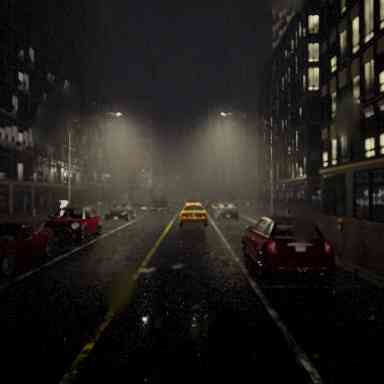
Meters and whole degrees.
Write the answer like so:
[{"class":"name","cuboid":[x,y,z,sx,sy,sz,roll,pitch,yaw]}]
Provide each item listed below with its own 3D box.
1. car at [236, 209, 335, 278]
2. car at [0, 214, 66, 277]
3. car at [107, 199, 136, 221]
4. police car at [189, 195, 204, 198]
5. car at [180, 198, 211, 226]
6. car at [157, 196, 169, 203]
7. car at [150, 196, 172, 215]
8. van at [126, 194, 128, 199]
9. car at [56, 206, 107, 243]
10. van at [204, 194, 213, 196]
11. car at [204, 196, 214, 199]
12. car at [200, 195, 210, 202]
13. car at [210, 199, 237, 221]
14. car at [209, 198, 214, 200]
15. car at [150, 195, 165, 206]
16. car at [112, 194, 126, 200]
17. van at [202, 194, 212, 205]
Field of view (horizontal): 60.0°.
[{"class":"car","cuboid":[2.703,1.438,10.213,1.967,1.590,4.097,1,0,0]},{"class":"car","cuboid":[-5.679,1.580,10.246,1.802,1.307,4.206,1,0,0]},{"class":"car","cuboid":[-5.675,1.553,26.968,1.947,1.339,4.313,1,0,0]},{"class":"police car","cuboid":[0.110,1.479,41.533,2.038,1.542,4.974,0,0,0]},{"class":"car","cuboid":[0.104,1.445,23.107,1.801,1.575,5.366,0,0,0]},{"class":"car","cuboid":[-5.666,1.505,65.990,1.947,1.339,4.313,1,0,0]},{"class":"car","cuboid":[-3.087,1.485,33.969,1.837,1.490,4.892,0,0,0]},{"class":"van","cuboid":[-19.716,1.417,92.878,3.998,1.788,1.690,0,0,1]},{"class":"car","cuboid":[-5.676,1.435,15.819,1.967,1.590,4.097,1,0,0]},{"class":"van","cuboid":[2.715,1.298,54.829,1.690,1.788,3.998,1,0,0]},{"class":"car","cuboid":[2.709,1.537,43.674,1.947,1.339,4.313,1,0,0]},{"class":"car","cuboid":[2.716,1.474,71.559,1.887,1.381,4.507,1,0,0]},{"class":"car","cuboid":[2.706,1.538,26.944,2.008,1.369,4.403,1,0,0]},{"class":"car","cuboid":[2.707,1.564,32.521,1.802,1.307,4.206,1,0,0]},{"class":"car","cuboid":[-5.667,1.397,54.841,1.967,1.590,4.097,1,0,0]},{"class":"car","cuboid":[-19.825,1.526,84.497,4.403,1.369,2.008,0,0,1]},{"class":"van","cuboid":[2.716,1.290,60.405,1.690,1.788,3.998,1,0,0]}]
